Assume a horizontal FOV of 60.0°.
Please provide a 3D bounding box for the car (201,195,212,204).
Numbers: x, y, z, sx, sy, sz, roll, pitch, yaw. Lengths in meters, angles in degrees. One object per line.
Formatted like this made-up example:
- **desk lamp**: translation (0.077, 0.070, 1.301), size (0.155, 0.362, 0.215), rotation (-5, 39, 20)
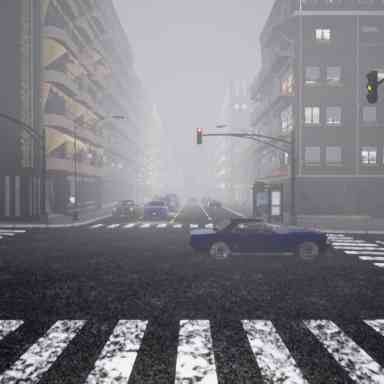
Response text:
- **car**: translation (2.670, 1.431, 63.073), size (1.967, 1.590, 4.097), rotation (0, 0, 0)

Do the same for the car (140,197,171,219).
- **car**: translation (-3.096, 1.472, 29.325), size (1.882, 1.535, 5.008), rotation (0, 0, -1)

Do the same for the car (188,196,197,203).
- **car**: translation (0.079, 1.554, 69.743), size (1.994, 1.385, 4.181), rotation (0, 0, 0)

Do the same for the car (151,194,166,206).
- **car**: translation (-5.710, 1.307, 57.437), size (2.192, 1.841, 5.009), rotation (0, 0, 0)

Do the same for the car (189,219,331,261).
- **car**: translation (2.258, 1.598, 11.698), size (4.718, 1.301, 1.895), rotation (0, 0, -1)

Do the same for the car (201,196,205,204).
- **car**: translation (2.675, 1.537, 46.156), size (1.887, 1.381, 4.507), rotation (0, 0, 0)

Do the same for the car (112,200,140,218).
- **car**: translation (-5.701, 1.435, 29.244), size (1.967, 1.590, 4.097), rotation (0, 0, 0)

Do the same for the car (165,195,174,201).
- **car**: translation (-5.716, 1.538, 85.631), size (2.008, 1.369, 4.403), rotation (0, 0, 0)

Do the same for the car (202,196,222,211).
- **car**: translation (2.676, 1.544, 40.518), size (2.008, 1.369, 4.403), rotation (0, 0, 0)

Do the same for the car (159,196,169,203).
- **car**: translation (-5.712, 1.516, 68.545), size (1.752, 1.417, 4.829), rotation (0, 0, 0)

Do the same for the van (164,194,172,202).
- **van**: translation (-5.715, 1.329, 79.992), size (1.690, 1.788, 3.998), rotation (0, 0, 0)

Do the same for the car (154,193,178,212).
- **car**: translation (-3.099, 1.346, 38.953), size (2.097, 1.767, 4.553), rotation (0, 0, 0)
